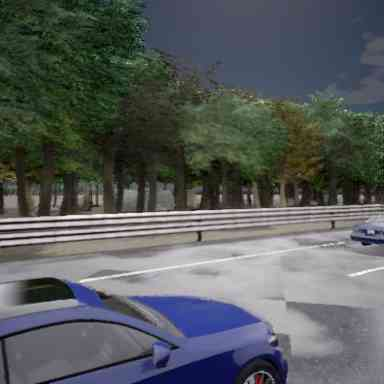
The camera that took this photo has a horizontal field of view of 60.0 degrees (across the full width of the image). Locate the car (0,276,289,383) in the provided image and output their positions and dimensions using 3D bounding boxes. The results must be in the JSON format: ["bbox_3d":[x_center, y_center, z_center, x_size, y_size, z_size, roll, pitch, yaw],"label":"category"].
[{"bbox_3d":[-1.192,1.520,2.861,4.674,1.442,1.812,0,0,-35],"label":"car"}]

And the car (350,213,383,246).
[{"bbox_3d":[8.859,1.559,13.969,5.357,1.411,2.033,0,0,-33],"label":"car"}]
